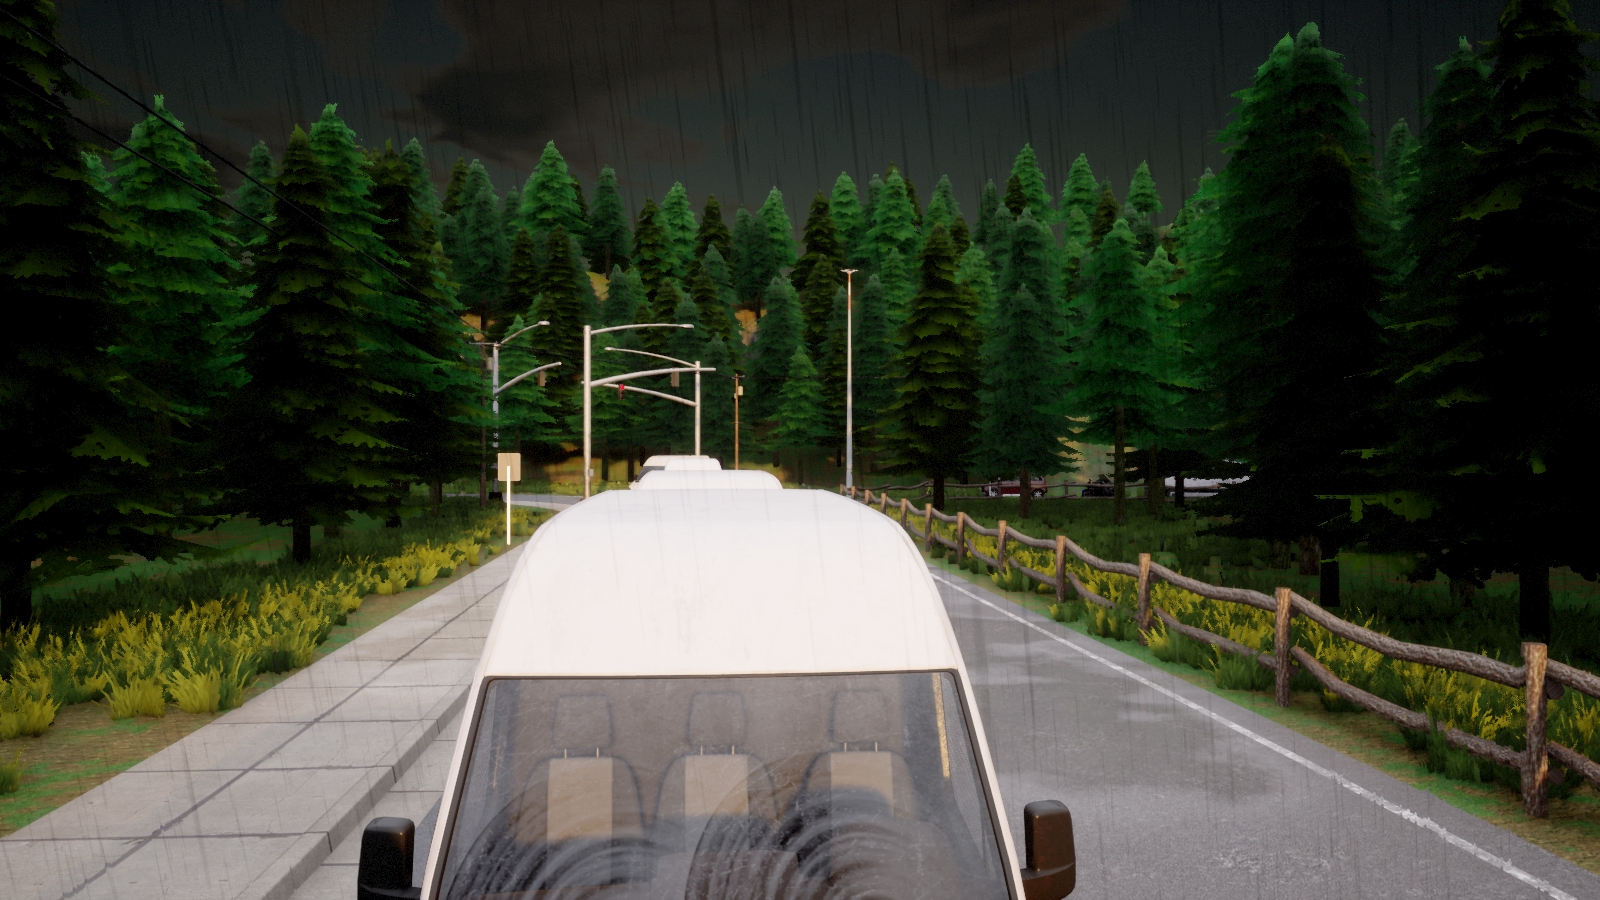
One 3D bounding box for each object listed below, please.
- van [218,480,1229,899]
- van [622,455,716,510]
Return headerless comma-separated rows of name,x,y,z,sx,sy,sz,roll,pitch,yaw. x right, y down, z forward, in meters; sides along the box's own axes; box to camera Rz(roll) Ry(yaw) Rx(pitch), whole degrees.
van,-0.355,1.500,5.199,1.988,2.561,5.915,0,0,-5
van,-6.330,1.515,56.003,1.988,2.561,5.915,0,0,22
